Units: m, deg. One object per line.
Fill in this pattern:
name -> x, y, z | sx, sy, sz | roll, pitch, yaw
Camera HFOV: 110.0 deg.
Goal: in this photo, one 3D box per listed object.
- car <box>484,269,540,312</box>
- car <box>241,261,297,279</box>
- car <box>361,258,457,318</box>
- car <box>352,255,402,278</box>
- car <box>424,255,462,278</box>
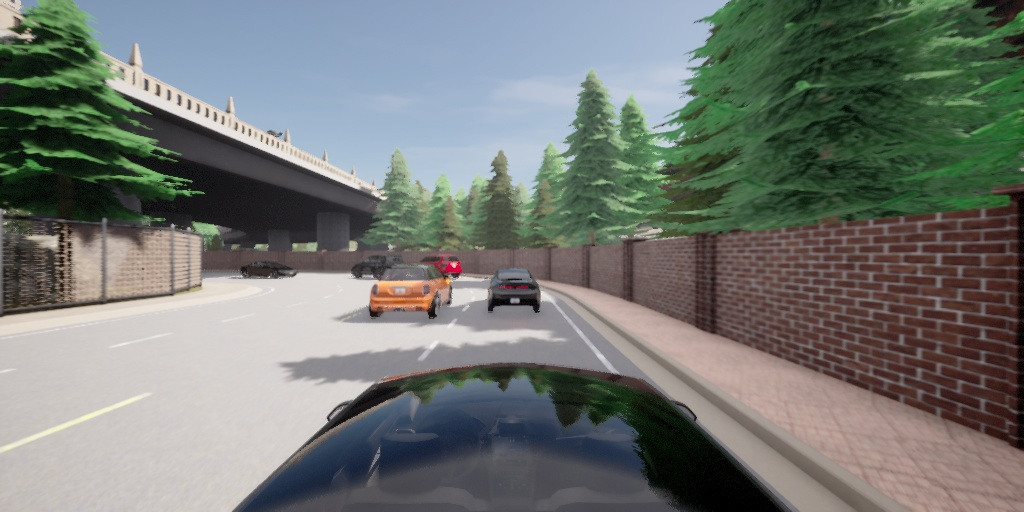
car -> -0.006, 1.226, 14.077 | 1.837, 1.490, 4.892 | 0, 0, -3
car -> -21.000, 1.167, 31.016 | 5.008, 1.535, 1.882 | 0, 0, 18
car -> -3.464, 1.078, 13.045 | 2.097, 1.767, 4.553 | 0, 0, -2
car -> -11.418, 0.910, 30.762 | 5.566, 2.045, 2.150 | 0, 0, 37
car -> -6.666, 0.908, 31.415 | 2.150, 2.045, 5.566 | 1, 0, -45
